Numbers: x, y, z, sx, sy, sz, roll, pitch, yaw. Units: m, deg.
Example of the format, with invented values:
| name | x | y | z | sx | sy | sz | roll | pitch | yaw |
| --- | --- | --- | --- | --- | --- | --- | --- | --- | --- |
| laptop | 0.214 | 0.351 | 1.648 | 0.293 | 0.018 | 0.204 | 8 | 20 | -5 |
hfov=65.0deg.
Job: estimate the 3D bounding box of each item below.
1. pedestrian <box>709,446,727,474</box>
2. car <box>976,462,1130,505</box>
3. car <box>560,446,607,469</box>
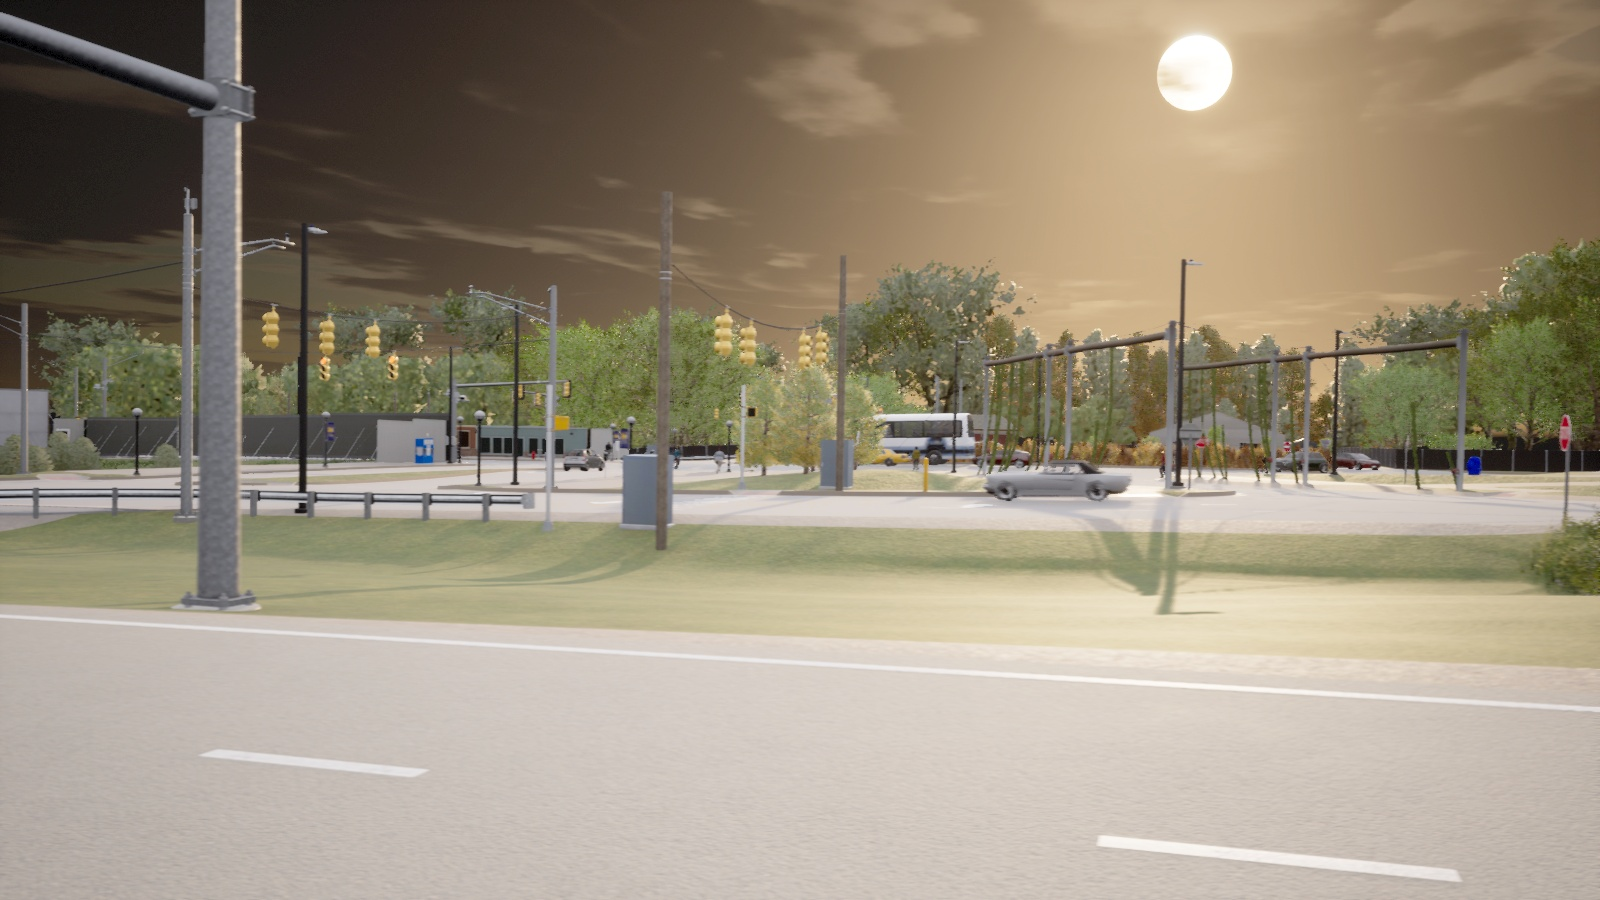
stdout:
| name | x | y | z | sx | sy | sz | roll | pitch | yaw |
| --- | --- | --- | --- | --- | --- | --- | --- | --- | --- |
| pedestrian | -5.530 | 0.655 | 84.836 | 0.874 | 1.855 | 0.900 | 2 | 1 | 18 |
| car | 8.253 | 1.067 | 40.937 | 4.718 | 1.301 | 1.895 | 0 | 1 | 18 |
| car | -15.572 | 0.558 | 90.463 | 1.851 | 1.617 | 3.988 | 1 | 0 | 14 |
